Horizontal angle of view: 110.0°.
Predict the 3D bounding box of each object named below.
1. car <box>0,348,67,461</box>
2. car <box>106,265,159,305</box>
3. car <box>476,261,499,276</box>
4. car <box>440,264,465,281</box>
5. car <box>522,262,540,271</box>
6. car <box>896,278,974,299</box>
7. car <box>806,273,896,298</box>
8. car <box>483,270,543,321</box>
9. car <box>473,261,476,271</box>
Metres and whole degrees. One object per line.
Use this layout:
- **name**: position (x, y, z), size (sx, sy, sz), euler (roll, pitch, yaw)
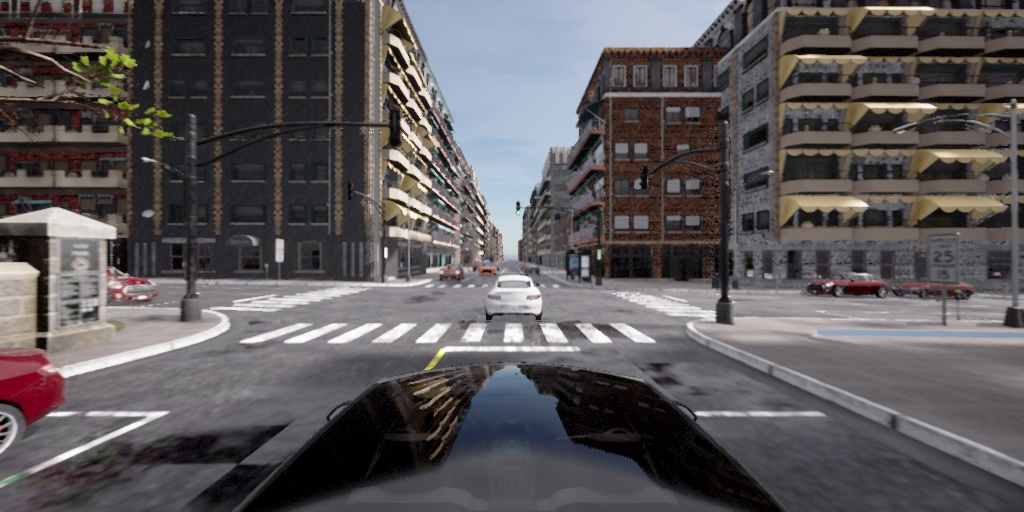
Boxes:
- **car**: position (-5.690, 1.336, 2.145), size (1.802, 1.307, 4.207), euler (0, 0, 0)
- **car**: position (-16.630, 1.076, 14.180), size (4.097, 1.591, 1.967), euler (0, 0, -1)
- **car**: position (-3.105, 1.578, 46.269), size (2.097, 1.767, 4.553), euler (0, -1, 0)
- **car**: position (-5.702, 1.539, 34.554), size (1.967, 1.591, 4.097), euler (0, 0, 0)
- **car**: position (2.674, 1.771, 45.828), size (2.007, 1.370, 4.403), euler (0, 0, 0)
- **car**: position (27.045, 2.044, 23.066), size (4.207, 1.307, 1.802), euler (0, 0, -1)
- **car**: position (21.371, 1.800, 22.997), size (4.097, 1.591, 1.967), euler (0, 0, -1)
- **car**: position (0.067, 1.394, 12.888), size (1.812, 1.442, 4.674), euler (0, 0, 0)
- **car**: position (-5.713, 1.717, 62.745), size (2.192, 1.841, 5.009), euler (0, 0, 0)
